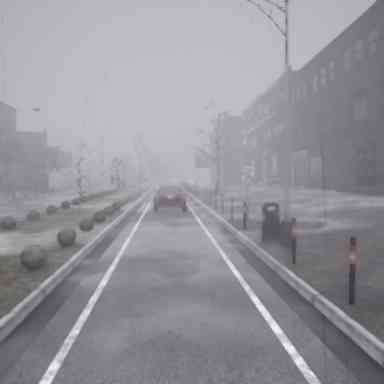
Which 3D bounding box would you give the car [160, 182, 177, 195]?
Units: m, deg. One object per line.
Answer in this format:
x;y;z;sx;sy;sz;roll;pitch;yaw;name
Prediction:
-2.950;-0.509;41.796;2.033;1.411;5.357;0;3;-4;car

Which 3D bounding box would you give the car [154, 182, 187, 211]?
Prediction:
-1.517;0.260;22.876;2.097;1.767;4.553;0;3;-4;car
